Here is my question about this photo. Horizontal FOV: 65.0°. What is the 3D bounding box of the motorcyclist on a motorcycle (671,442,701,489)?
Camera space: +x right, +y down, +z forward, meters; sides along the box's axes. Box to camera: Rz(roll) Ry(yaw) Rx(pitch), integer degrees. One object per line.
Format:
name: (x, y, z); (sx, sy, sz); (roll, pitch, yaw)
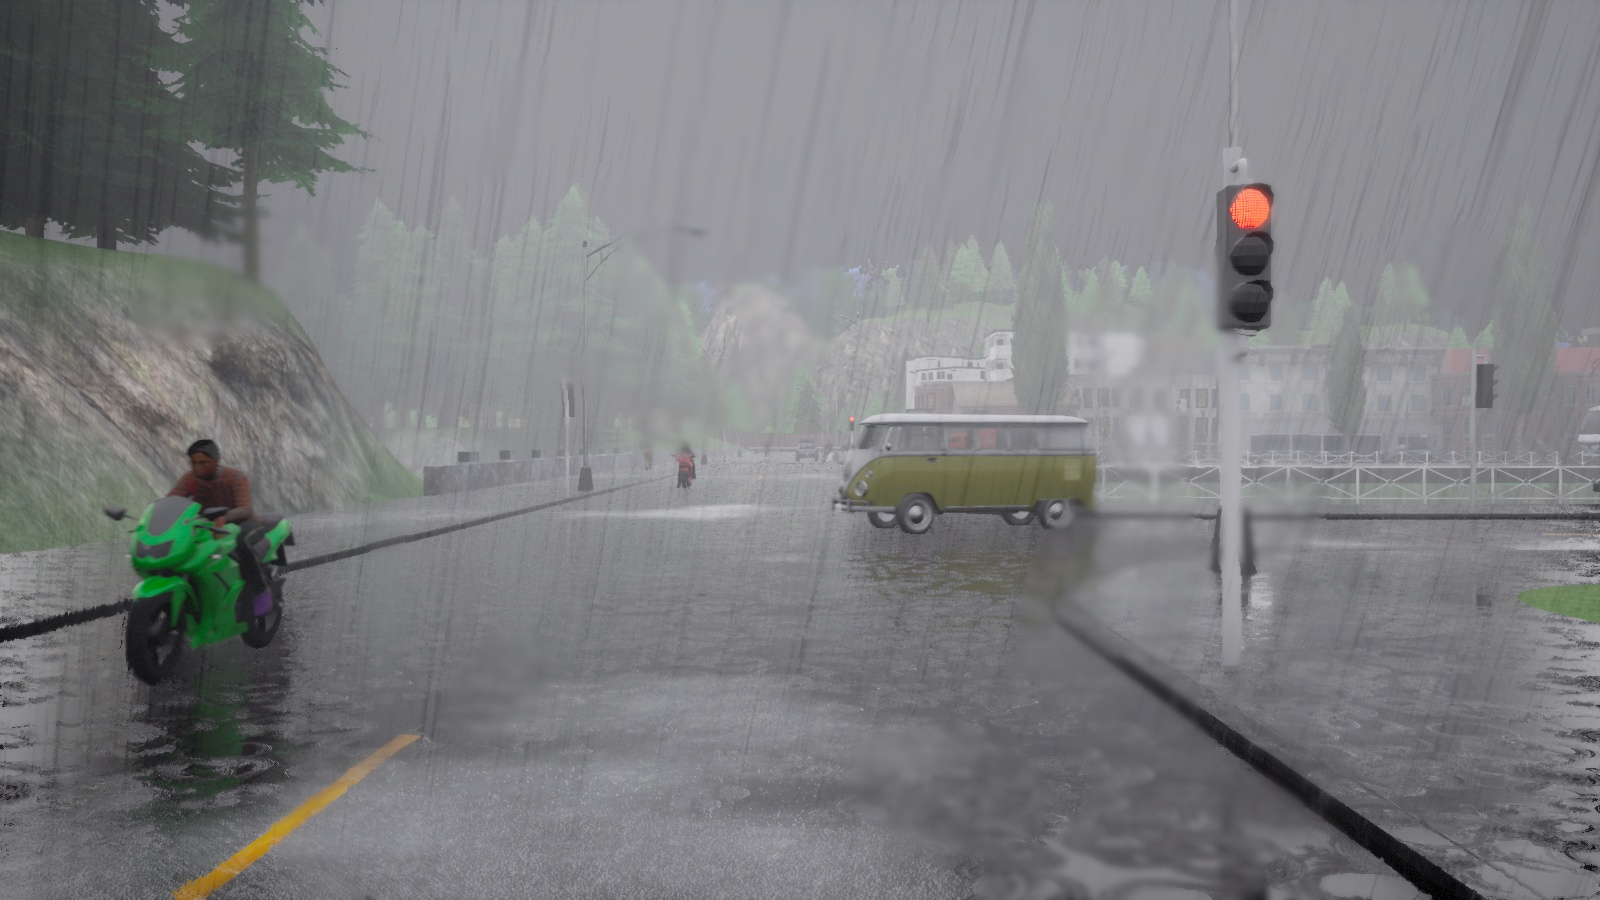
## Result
motorcyclist on a motorcycle: (-3.751, 0.491, 41.501); (0.797, 1.523, 2.044); (0, 0, 0)

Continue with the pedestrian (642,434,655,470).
pedestrian: (-7.753, 0.087, 64.365); (0.540, 1.848, 0.694); (0, 0, 3)

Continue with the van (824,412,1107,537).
van: (2.799, 0.381, 21.424); (4.442, 1.987, 1.775); (0, 0, -17)

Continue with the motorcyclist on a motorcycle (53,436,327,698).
motorcyclist on a motorcycle: (-3.948, 0.678, 8.355); (0.797, 1.523, 2.044); (0, 0, 1)

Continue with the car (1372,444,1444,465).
car: (42.528, 0.298, 87.870); (4.193, 1.474, 1.816); (0, 0, 0)
